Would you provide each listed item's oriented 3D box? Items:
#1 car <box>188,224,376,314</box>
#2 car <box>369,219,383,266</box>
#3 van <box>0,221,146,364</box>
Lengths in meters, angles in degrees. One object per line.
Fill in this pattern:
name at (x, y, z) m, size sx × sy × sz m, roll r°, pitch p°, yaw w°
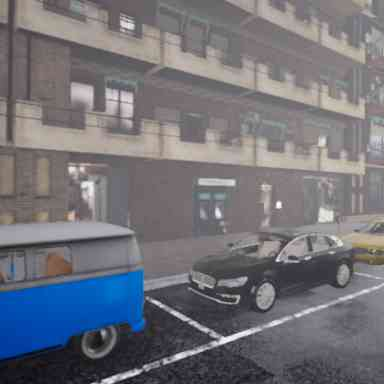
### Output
car at (1.959, 1.518, 7.481) m, size 4.403 × 1.369 × 2.008 m, roll 0°, pitch 1°, yaw -35°
car at (6.348, 1.464, 10.612) m, size 4.829 × 1.417 × 1.752 m, roll 0°, pitch 1°, yaw -35°
van at (-2.571, 1.339, 4.245) m, size 3.998 × 1.788 × 1.690 m, roll 0°, pitch 1°, yaw -35°
